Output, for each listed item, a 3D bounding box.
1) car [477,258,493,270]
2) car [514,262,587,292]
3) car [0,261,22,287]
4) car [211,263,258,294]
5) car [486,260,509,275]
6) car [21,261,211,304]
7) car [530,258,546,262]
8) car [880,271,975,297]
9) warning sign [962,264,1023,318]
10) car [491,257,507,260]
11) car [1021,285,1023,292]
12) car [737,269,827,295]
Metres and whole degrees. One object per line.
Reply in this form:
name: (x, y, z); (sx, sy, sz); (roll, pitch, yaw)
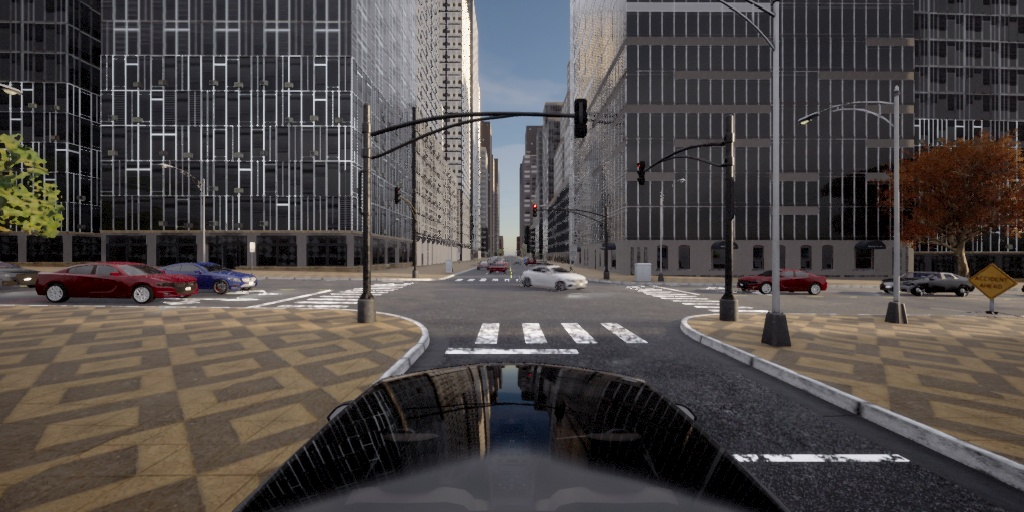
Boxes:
car: (-4.119, 1.342, 52.154); (1.802, 1.307, 4.207); (0, 0, 0)
car: (2.444, 1.315, 22.191); (1.812, 1.442, 4.674); (0, 1, -40)
car: (-24.903, 0.882, 16.875); (4.181, 1.385, 1.994); (1, 0, -3)
car: (-14.977, 1.026, 17.352); (4.674, 1.442, 1.812); (1, 0, -1)
car: (-1.579, 1.367, 40.159); (1.895, 1.301, 4.718); (0, 0, 0)
car: (-15.288, 0.973, 14.080); (5.008, 1.535, 1.882); (1, 0, -2)
car: (3.844, 1.329, 46.676); (1.948, 1.339, 4.313); (0, 0, 0)
car: (26.288, 1.739, 22.796); (4.902, 1.511, 2.128); (1, 0, -3)
warning sign: (17.257, 1.204, 12.900); (1.060, 1.860, 1.300); (0, 0, -3)
car: (-1.653, 1.112, 53.942); (2.097, 1.767, 4.553); (0, 0, 0)
car: (36.279, 1.932, 23.269); (4.892, 1.490, 1.837); (1, 0, -3)
car: (16.718, 1.554, 22.334); (5.008, 1.535, 1.882); (1, 0, -3)
